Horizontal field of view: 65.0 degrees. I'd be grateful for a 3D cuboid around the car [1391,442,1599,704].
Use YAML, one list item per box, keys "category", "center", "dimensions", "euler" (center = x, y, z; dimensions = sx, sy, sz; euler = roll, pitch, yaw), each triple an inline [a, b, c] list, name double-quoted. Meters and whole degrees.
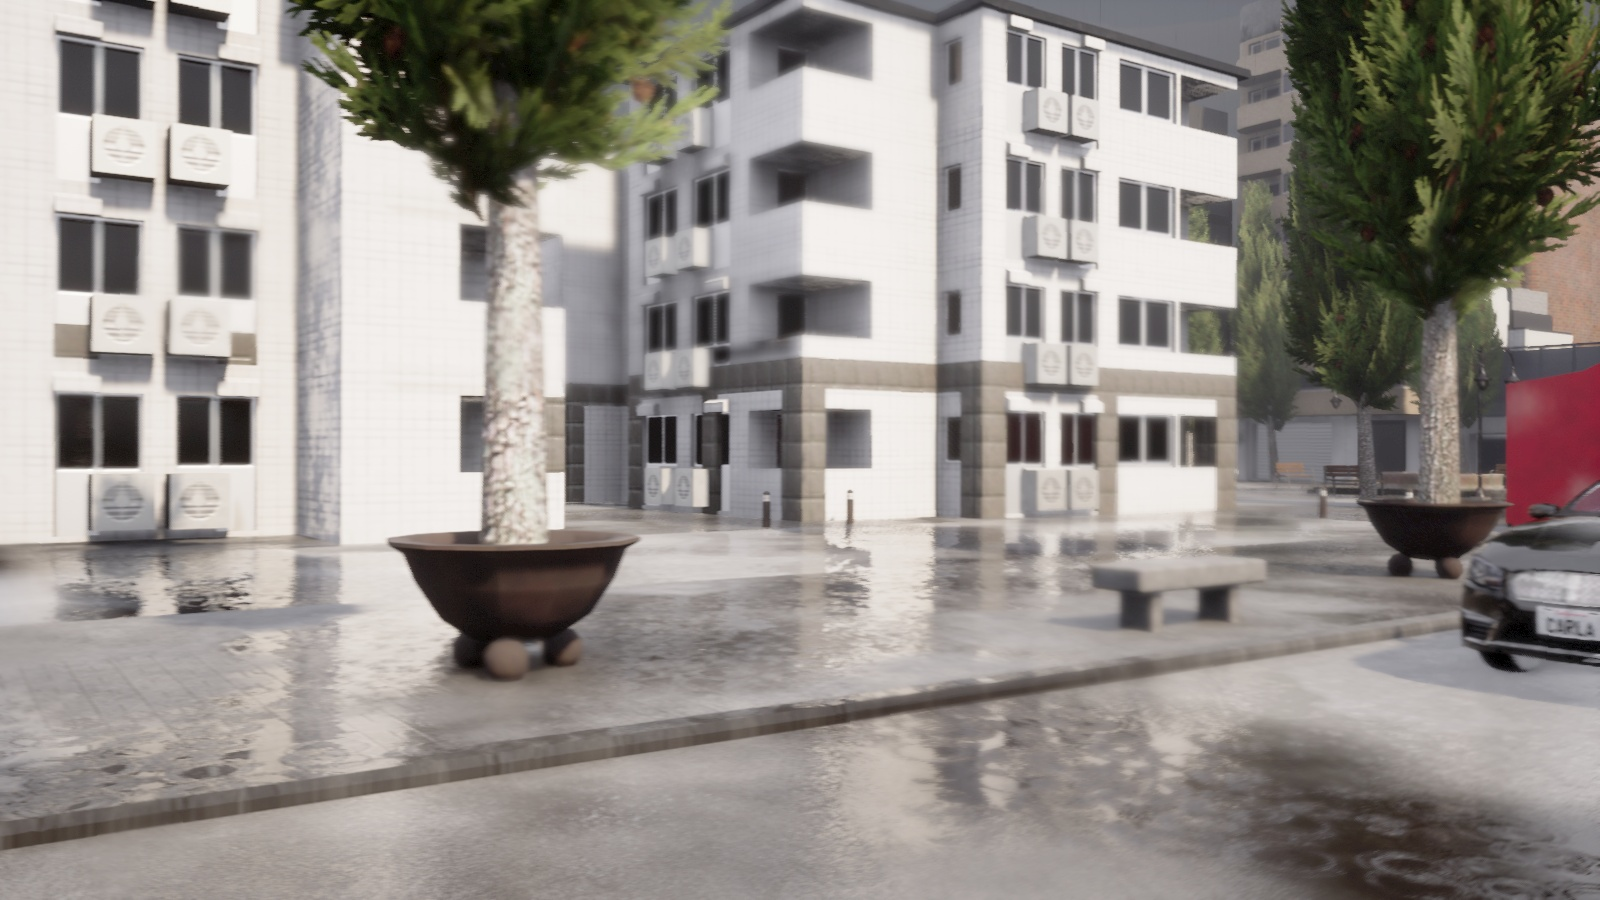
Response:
- category: "car"
  center: [6.508, 0.709, 8.787]
  dimensions: [4.902, 1.511, 2.128]
  euler: [0, 0, -35]
